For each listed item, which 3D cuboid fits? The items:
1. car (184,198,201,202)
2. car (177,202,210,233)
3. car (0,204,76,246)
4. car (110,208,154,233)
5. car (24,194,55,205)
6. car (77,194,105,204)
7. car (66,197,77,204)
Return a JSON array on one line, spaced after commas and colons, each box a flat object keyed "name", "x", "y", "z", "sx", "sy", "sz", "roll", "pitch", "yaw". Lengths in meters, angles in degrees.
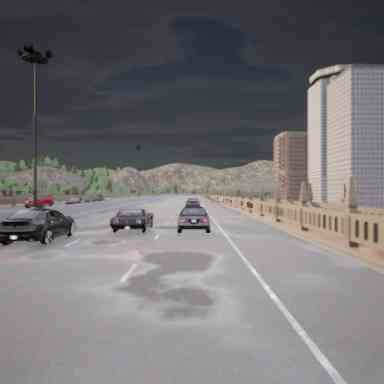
[{"name": "car", "x": 0.100, "y": 1.543, "z": 42.607, "sx": 1.837, "sy": 1.490, "sz": 4.892, "roll": 0, "pitch": 0, "yaw": 0}, {"name": "car", "x": 0.100, "y": 1.549, "z": 19.740, "sx": 2.033, "sy": 1.411, "sz": 5.357, "roll": 0, "pitch": 0, "yaw": 0}, {"name": "car", "x": -6.900, "y": 1.504, "z": 15.288, "sx": 1.837, "sy": 1.490, "sz": 4.892, "roll": 0, "pitch": 0, "yaw": 0}, {"name": "car", "x": -3.400, "y": 1.602, "z": 19.744, "sx": 1.895, "sy": 1.301, "sz": 4.718, "roll": 0, "pitch": 0, "yaw": 0}, {"name": "car", "x": -21.008, "y": 1.270, "z": 46.089, "sx": 2.150, "sy": 2.045, "sz": 5.566, "roll": 0, "pitch": 0, "yaw": 0}, {"name": "car", "x": -14.012, "y": 1.273, "z": 47.246, "sx": 2.150, "sy": 2.045, "sz": 5.566, "roll": 0, "pitch": 0, "yaw": 0}, {"name": "car", "x": -17.505, "y": 1.531, "z": 50.514, "sx": 1.882, "sy": 1.535, "sz": 5.008, "roll": 0, "pitch": 0, "yaw": 0}]
